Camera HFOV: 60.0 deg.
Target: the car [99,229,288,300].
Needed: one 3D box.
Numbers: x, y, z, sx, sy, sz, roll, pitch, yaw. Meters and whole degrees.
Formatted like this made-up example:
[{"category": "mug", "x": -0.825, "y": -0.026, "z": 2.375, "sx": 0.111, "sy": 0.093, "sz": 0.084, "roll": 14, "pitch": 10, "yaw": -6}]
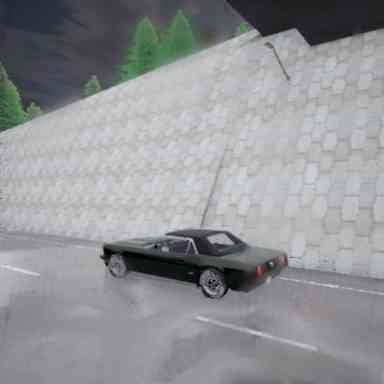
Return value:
[{"category": "car", "x": -0.171, "y": 1.597, "z": 8.414, "sx": 4.718, "sy": 1.301, "sz": 1.895, "roll": 0, "pitch": 0, "yaw": 36}]
